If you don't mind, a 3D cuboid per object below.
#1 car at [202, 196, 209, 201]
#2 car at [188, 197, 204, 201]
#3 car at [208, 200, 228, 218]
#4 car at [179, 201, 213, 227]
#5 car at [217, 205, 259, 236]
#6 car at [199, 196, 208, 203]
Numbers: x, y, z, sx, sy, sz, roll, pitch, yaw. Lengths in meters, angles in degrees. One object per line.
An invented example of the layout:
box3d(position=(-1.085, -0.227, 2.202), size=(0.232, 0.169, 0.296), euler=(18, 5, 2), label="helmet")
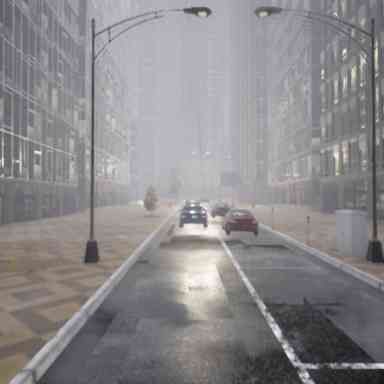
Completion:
box3d(position=(2.576, 1.502, 68.385), size=(1.967, 1.590, 4.097), euler=(1, 0, 0), label="car")
box3d(position=(0.098, 1.588, 42.038), size=(1.994, 1.385, 4.181), euler=(0, 0, 0), label="car")
box3d(position=(2.576, 1.594, 29.412), size=(1.802, 1.307, 4.206), euler=(1, 0, 0), label="car")
box3d(position=(0.099, 1.555, 22.704), size=(2.033, 1.411, 5.357), euler=(0, 0, 0), label="car")
box3d(position=(2.577, 1.587, 18.278), size=(1.802, 1.307, 4.206), euler=(1, 0, 0), label="car")
box3d(position=(2.573, 1.653, 73.952), size=(1.802, 1.307, 4.206), euler=(1, 0, 0), label="car")
